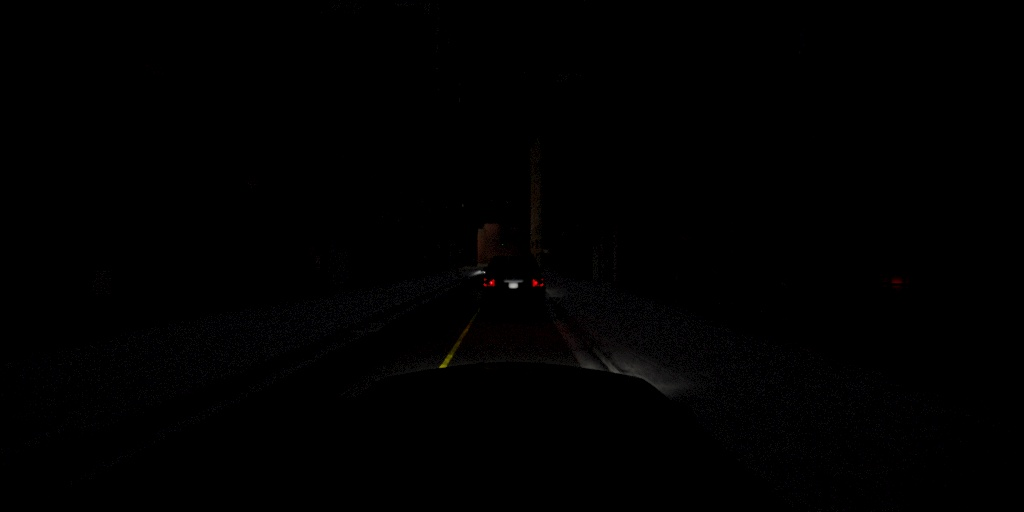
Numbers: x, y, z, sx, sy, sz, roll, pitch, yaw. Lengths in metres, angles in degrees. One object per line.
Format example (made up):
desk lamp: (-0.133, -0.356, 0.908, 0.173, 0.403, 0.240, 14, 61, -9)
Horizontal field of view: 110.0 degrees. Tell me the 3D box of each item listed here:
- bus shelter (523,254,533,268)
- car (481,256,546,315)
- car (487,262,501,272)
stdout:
bus shelter: (2.891, 0.849, 61.784, 1.920, 2.740, 3.880, 0, 0, 0)
car: (0.067, 1.013, 13.889, 2.150, 2.045, 5.566, 0, 0, 0)
car: (-2.573, 1.538, 52.576, 1.895, 1.301, 4.718, 0, 0, 0)
